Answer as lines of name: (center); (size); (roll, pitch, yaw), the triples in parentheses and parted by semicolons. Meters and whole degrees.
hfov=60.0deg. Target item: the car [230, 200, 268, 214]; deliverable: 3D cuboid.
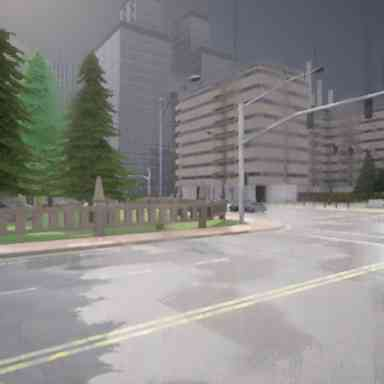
car: (5.898, 1.536, 34.836); (1.994, 1.385, 4.181); (0, 0, -35)
